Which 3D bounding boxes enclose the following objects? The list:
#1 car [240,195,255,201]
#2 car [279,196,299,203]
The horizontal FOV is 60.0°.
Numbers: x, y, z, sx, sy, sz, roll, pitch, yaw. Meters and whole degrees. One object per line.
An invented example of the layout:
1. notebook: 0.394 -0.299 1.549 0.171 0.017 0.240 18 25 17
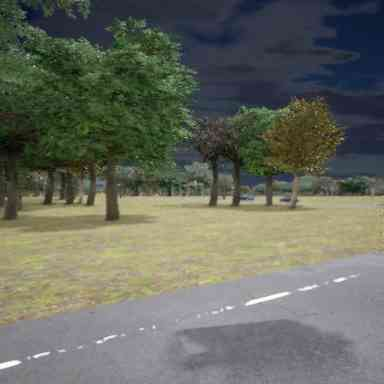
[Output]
1. car: 13.176 1.447 80.908 2.128 1.511 4.902 1 0 -32
2. car: 20.290 1.567 69.633 1.994 1.385 4.181 1 -1 -32
